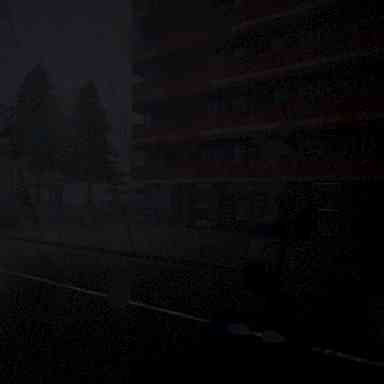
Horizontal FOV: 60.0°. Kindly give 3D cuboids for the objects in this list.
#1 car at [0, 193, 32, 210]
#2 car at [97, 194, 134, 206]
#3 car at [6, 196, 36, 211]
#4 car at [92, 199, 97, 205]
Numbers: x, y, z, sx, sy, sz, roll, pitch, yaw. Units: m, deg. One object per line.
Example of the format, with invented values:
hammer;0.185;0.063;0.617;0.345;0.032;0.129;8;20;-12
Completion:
car;-22.618;1.166;41.640;2.150;2.045;5.566;0;0;34
car;-11.438;1.166;51.629;2.150;2.045;5.566;0;0;38
car;-19.332;1.545;40.262;1.895;1.301;4.718;0;0;34
car;-14.326;1.470;53.419;1.812;1.442;4.674;0;0;38
